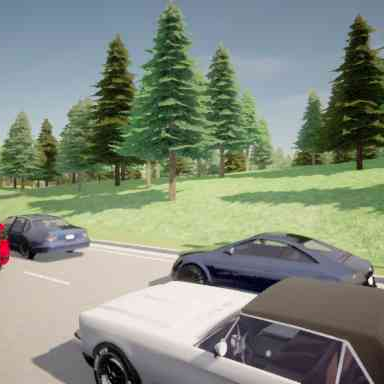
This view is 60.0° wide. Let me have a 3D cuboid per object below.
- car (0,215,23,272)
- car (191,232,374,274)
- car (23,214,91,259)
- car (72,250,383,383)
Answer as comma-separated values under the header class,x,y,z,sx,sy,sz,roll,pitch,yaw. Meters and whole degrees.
class,x,y,z,sx,sy,sz,roll,pitch,yaw
car,-7.148,1.223,9.014,5.566,2.045,2.150,0,0,36
car,1.587,1.564,7.155,4.181,1.385,1.994,0,0,35
car,-6.124,1.548,12.588,5.357,1.411,2.033,0,0,36
car,0.924,1.601,3.332,4.718,1.301,1.895,0,0,35
